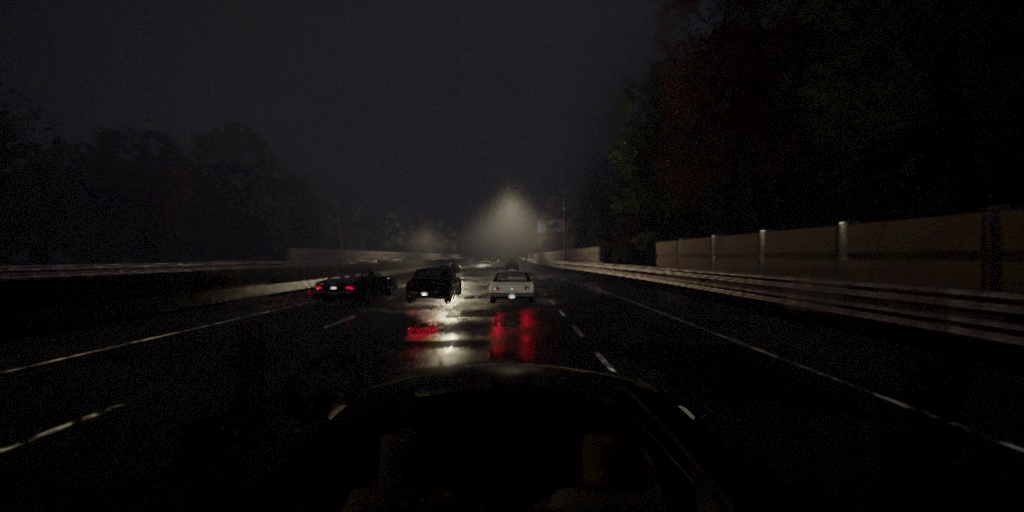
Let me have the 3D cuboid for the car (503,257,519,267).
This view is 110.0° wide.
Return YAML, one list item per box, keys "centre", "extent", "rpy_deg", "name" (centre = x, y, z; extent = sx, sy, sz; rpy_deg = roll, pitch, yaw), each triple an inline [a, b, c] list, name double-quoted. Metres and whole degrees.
- centre: [0.017, 1.286, 51.984]
  extent: [1.837, 1.490, 4.892]
  rpy_deg: [0, 0, 0]
  name: "car"

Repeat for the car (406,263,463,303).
- centre: [-3.492, 1.265, 16.705]
  extent: [1.837, 1.490, 4.892]
  rpy_deg: [0, 0, 0]
  name: "car"

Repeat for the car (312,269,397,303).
- centre: [-6.994, 1.306, 16.560]
  extent: [2.033, 1.411, 5.357]
  rpy_deg: [0, 0, 0]
  name: "car"

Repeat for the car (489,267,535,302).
- centre: [0.004, 1.359, 16.839]
  extent: [1.895, 1.301, 4.718]
  rpy_deg: [0, 0, 0]
  name: "car"
